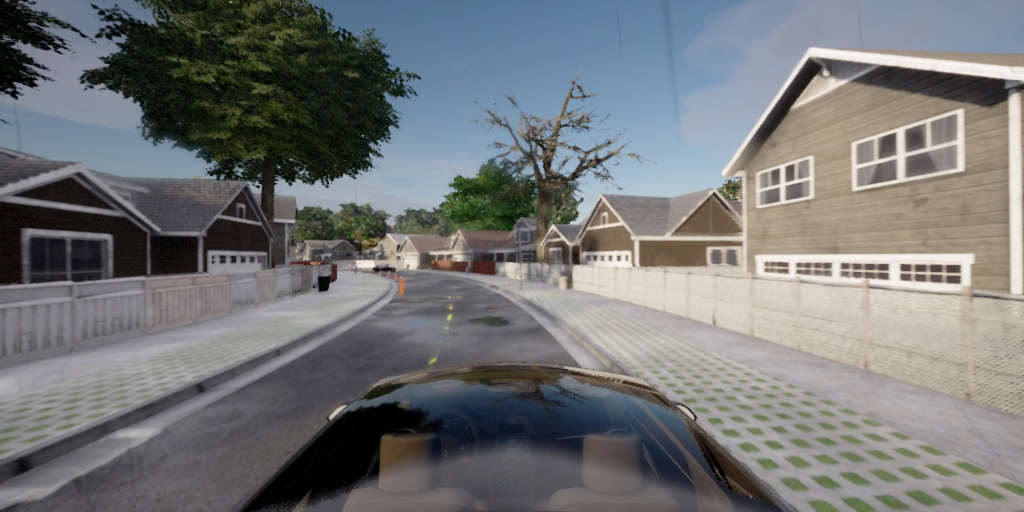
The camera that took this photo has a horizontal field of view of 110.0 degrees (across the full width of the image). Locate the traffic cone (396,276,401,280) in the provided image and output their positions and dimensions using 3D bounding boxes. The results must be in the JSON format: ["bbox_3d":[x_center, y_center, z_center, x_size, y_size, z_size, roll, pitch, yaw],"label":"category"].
[{"bbox_3d":[-9.010,1.881,29.109,0.340,0.580,0.340,0,0,-21],"label":"traffic cone"}]

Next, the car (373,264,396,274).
[{"bbox_3d":[-16.958,1.652,47.755,1.895,1.301,4.718,0,0,-36],"label":"car"}]

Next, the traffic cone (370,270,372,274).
[{"bbox_3d":[-18.127,2.012,46.161,0.340,0.580,0.340,0,0,-35],"label":"traffic cone"}]

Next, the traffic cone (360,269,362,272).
[{"bbox_3d":[-21.044,2.048,50.032,0.340,0.580,0.340,0,0,-39],"label":"traffic cone"}]

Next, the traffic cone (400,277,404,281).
[{"bbox_3d":[-7.412,1.853,24.534,0.340,0.580,0.340,0,0,-17],"label":"traffic cone"}]

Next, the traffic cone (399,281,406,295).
[{"bbox_3d":[-6.099,1.826,19.869,0.340,0.580,0.340,0,0,-14],"label":"traffic cone"}]

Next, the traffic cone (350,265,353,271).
[{"bbox_3d":[-24.194,2.085,53.713,0.340,0.580,0.340,0,0,-42],"label":"traffic cone"}]

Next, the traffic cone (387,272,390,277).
[{"bbox_3d":[-13.040,1.943,37.918,0.340,0.580,0.340,0,0,-28],"label":"traffic cone"}]

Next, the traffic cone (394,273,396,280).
[{"bbox_3d":[-10.889,1.911,33.576,0.340,0.580,0.340,0,0,-25],"label":"traffic cone"}]

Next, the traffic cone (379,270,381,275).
[{"bbox_3d":[-15.456,1.977,42.119,0.340,0.580,0.340,0,0,-32],"label":"traffic cone"}]
